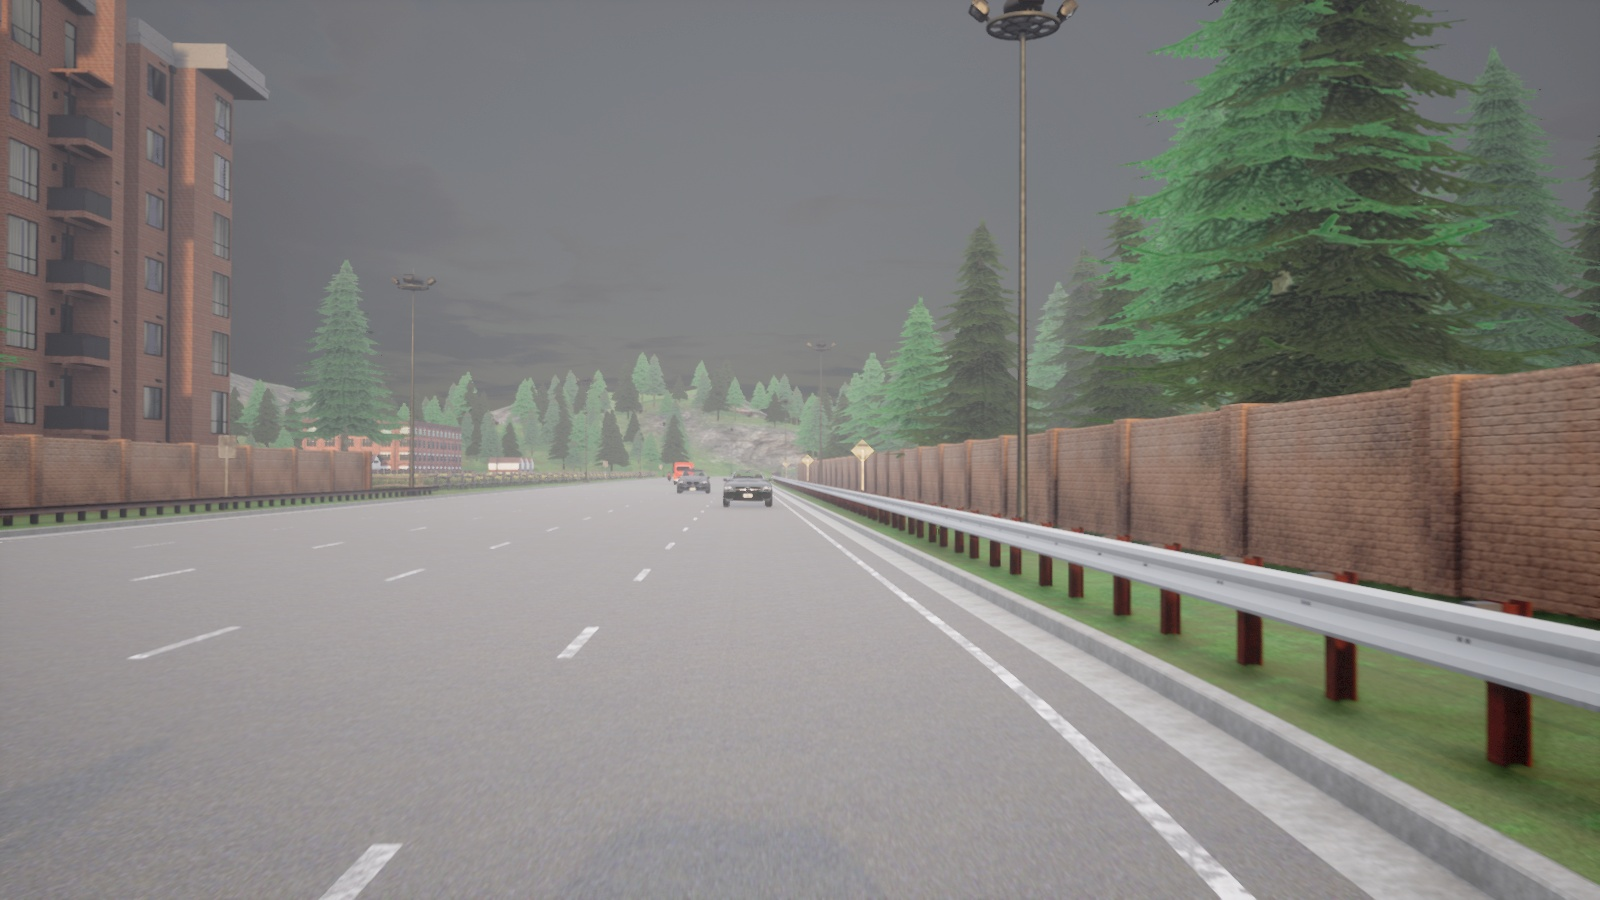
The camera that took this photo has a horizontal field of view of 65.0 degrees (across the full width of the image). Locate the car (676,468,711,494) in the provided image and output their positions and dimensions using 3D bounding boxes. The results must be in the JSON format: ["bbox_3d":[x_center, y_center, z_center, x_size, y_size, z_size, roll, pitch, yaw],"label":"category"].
[{"bbox_3d":[-7.258,2.100,85.884,2.242,1.667,4.611,0,-1,-3],"label":"car"}]

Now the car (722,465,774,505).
[{"bbox_3d":[-2.285,1.502,54.733,2.152,1.651,5.027,0,-1,-3],"label":"car"}]
